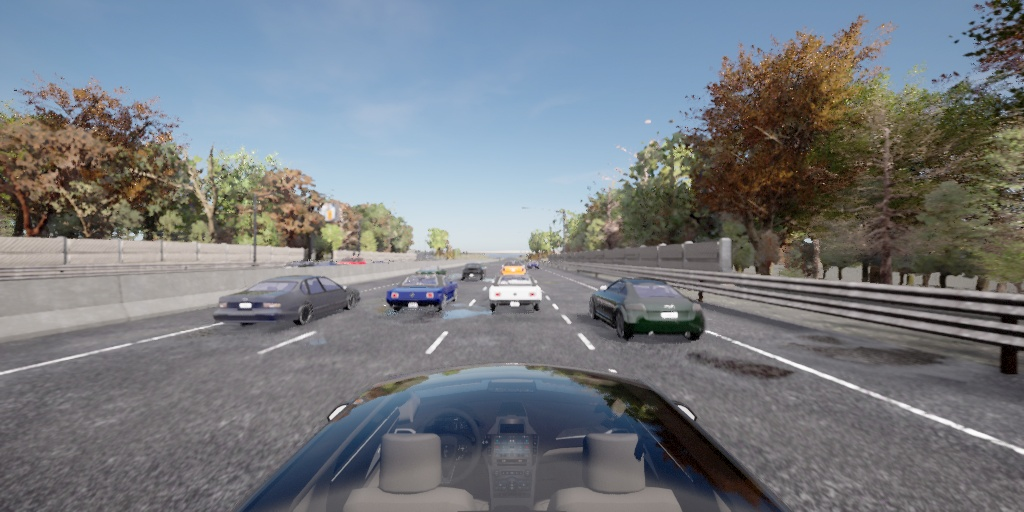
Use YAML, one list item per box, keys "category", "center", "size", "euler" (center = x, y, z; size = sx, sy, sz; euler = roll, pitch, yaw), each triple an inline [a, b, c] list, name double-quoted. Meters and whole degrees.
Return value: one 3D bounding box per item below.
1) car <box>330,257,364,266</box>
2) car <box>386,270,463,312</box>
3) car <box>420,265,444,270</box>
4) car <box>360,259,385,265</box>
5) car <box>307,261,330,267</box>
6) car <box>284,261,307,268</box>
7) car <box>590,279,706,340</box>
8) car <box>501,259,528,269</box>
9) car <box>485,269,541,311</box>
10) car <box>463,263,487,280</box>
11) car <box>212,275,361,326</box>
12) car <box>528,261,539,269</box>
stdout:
- category: "car"
  center: [-21.060, 1.155, 46.920]
  size: [2.150, 2.045, 5.566]
  euler: [0, 0, 0]
- category: "car"
  center: [-3.394, 1.399, 14.530]
  size: [1.895, 1.301, 4.718]
  euler: [0, 0, 0]
- category: "car"
  center: [-6.882, 1.467, 31.126]
  size: [1.895, 1.301, 4.718]
  euler: [0, 0, 0]
- category: "car"
  center: [-17.556, 1.482, 47.135]
  size: [2.033, 1.411, 5.357]
  euler: [0, 0, 0]
- category: "car"
  center: [-24.557, 1.461, 47.388]
  size: [1.812, 1.442, 4.674]
  euler: [0, 0, 0]
- category: "car"
  center: [-28.048, 1.429, 47.464]
  size: [2.128, 1.511, 4.902]
  euler: [0, 0, 0]
- category: "car"
  center: [3.555, 1.325, 10.145]
  size: [1.994, 1.385, 4.181]
  euler: [0, 0, -1]
- category: "car"
  center: [0.114, 1.223, 32.264]
  size: [2.097, 1.767, 4.553]
  euler: [0, 0, 0]
- category: "car"
  center: [0.107, 1.400, 14.836]
  size: [1.895, 1.301, 4.718]
  euler: [0, 0, 0]
- category: "car"
  center: [-3.383, 1.377, 32.558]
  size: [1.837, 1.490, 4.892]
  euler: [0, 0, 0]
- category: "car"
  center: [-6.901, 1.335, 11.777]
  size: [2.033, 1.411, 5.357]
  euler: [0, 0, 0]
- category: "car"
  center: [3.531, 1.574, 60.831]
  size: [1.895, 1.301, 4.718]
  euler: [0, 0, 0]
